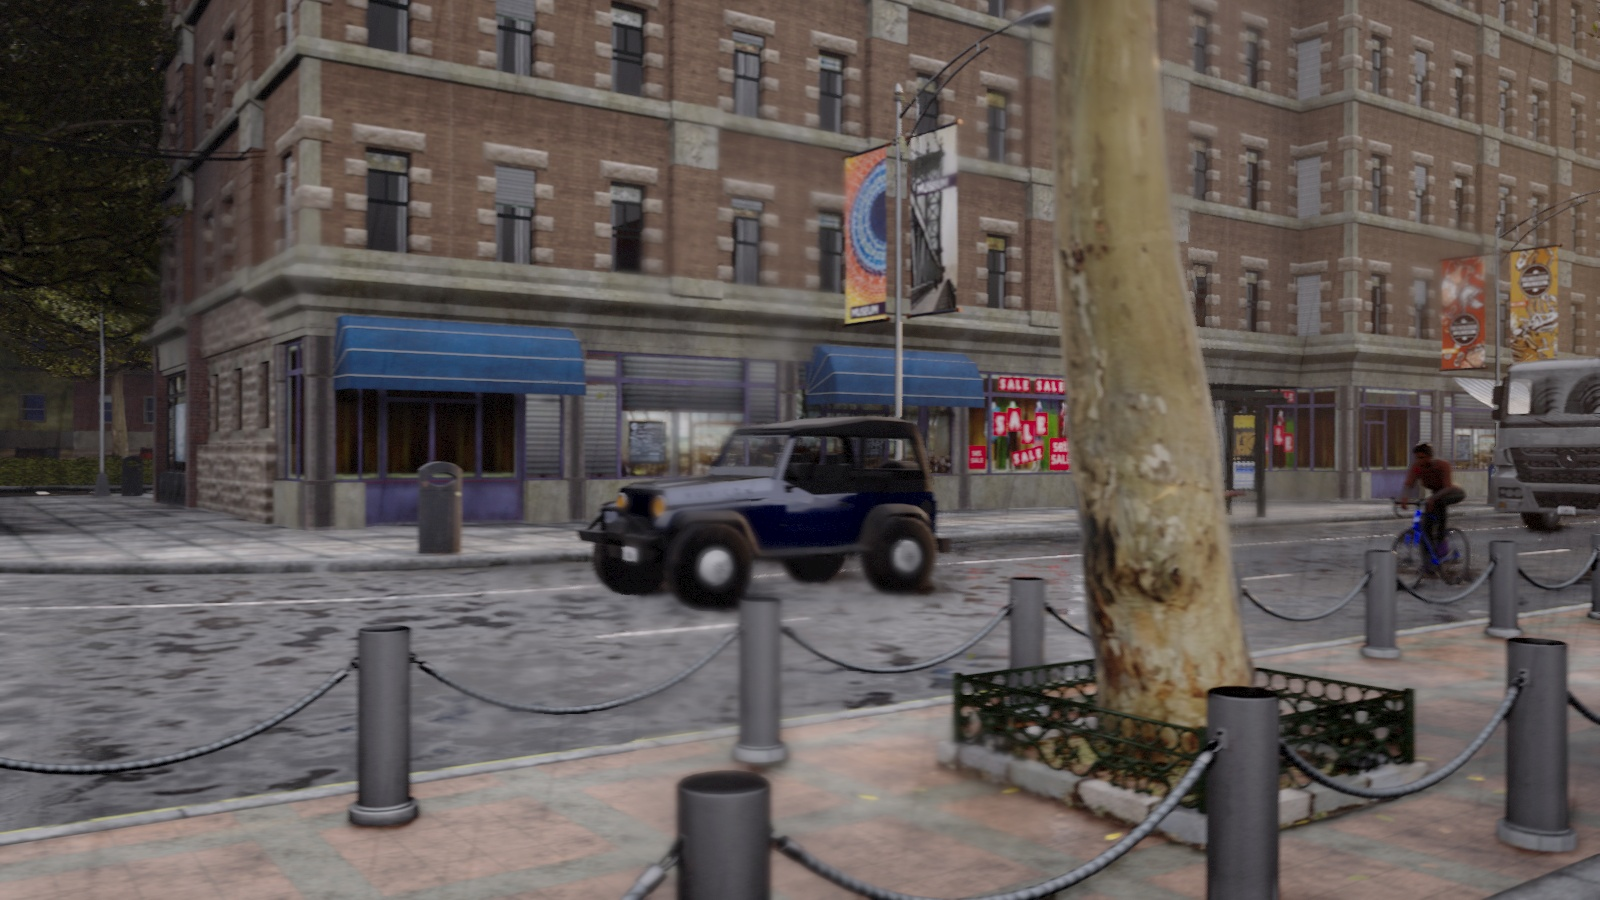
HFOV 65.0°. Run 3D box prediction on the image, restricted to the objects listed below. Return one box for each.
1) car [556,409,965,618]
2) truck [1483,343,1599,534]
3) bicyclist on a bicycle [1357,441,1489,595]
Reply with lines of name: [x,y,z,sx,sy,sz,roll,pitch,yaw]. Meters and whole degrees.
car: [-0.365,0.574,13.166,3.866,1.878,1.905,0,0,-34]
truck: [17.352,-0.211,25.499,7.936,3.462,2.891,0,0,-35]
bicyclist on a bicycle: [6.951,0.717,13.980,1.656,1.620,0.582,0,0,-35]
